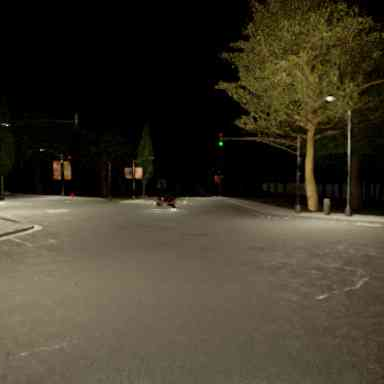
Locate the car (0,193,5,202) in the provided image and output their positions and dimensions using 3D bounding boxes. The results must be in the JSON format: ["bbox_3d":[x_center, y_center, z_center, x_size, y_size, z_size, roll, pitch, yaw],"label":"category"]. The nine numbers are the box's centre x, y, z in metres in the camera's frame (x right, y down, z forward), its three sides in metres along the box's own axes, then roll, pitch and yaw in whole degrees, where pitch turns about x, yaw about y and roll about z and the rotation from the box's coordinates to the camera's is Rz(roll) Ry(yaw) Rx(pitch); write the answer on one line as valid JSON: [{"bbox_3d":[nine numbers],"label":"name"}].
[{"bbox_3d":[-27.264,0.654,45.624,1.994,1.385,4.181,-2,2,-45],"label":"car"}]

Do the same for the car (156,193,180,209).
[{"bbox_3d":[-2.584,0.953,34.209,1.812,1.442,4.674,6,0,0],"label":"car"}]
